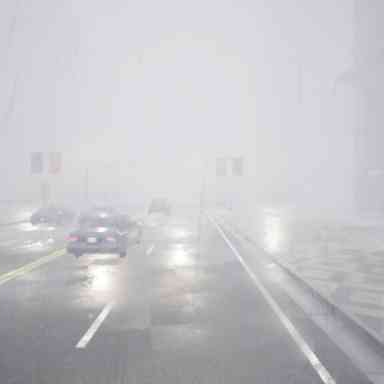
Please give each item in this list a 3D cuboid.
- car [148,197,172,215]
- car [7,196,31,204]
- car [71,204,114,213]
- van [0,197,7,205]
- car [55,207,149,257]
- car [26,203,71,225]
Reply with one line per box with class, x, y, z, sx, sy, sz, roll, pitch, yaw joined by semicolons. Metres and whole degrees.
car;-3.145;1.354;33.584;2.097;1.767;4.553;0;0;0
car;-30.529;1.405;58.270;4.313;1.339;1.947;0;0;0
car;-6.494;1.569;23.737;2.033;1.411;5.357;0;0;0
van;-30.536;1.287;49.743;3.998;1.788;1.690;0;0;0
car;-3.147;1.548;12.960;2.033;1.411;5.357;0;0;0
car;-9.746;1.574;23.643;1.994;1.385;4.181;0;0;0
